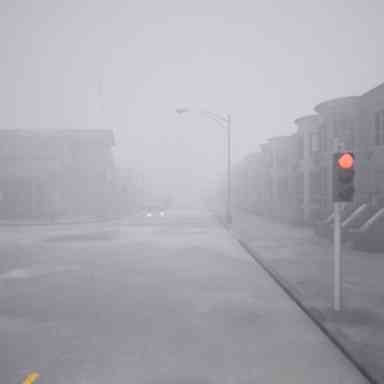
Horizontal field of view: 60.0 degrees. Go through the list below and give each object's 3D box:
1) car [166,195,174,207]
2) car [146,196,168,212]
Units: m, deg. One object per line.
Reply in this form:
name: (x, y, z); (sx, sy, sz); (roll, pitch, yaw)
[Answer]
car: (-4.160, 1.503, 49.371); (1.837, 1.490, 4.892); (0, 0, 0)
car: (-4.158, 1.524, 39.433); (1.812, 1.442, 4.674); (0, 0, -1)
